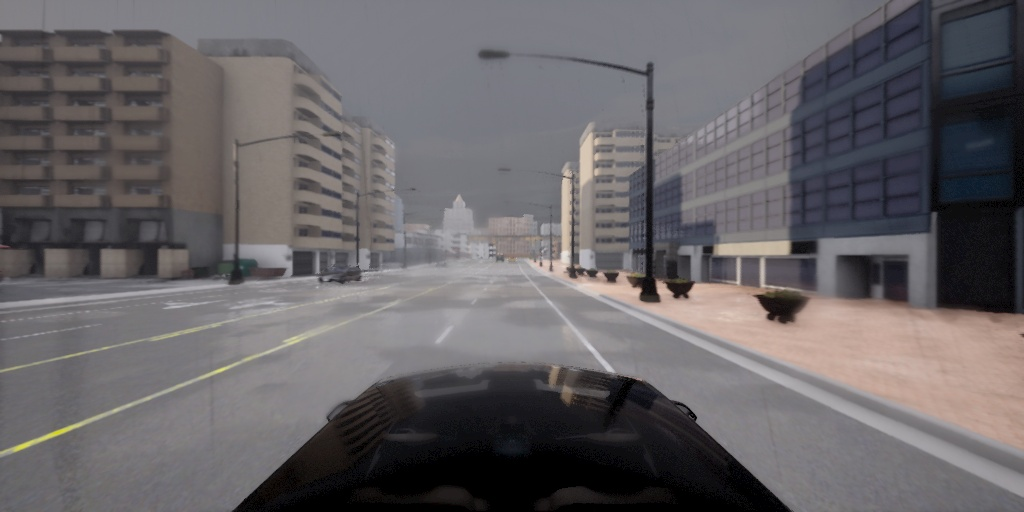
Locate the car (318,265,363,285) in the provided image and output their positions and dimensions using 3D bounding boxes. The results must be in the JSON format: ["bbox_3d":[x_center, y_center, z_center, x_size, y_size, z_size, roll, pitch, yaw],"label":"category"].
[{"bbox_3d":[-14.005,1.547,29.443,2.128,1.511,4.902,0,0,0],"label":"car"}]
